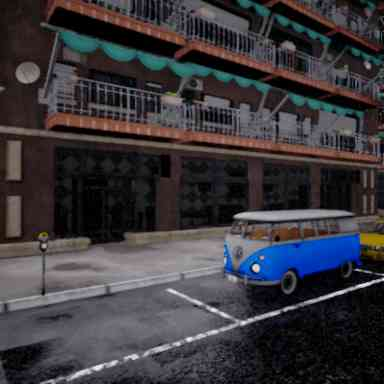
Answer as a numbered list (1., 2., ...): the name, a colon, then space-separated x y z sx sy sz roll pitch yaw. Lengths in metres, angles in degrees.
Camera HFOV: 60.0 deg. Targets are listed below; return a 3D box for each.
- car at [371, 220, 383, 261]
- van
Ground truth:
1. car: 6.946 1.552 11.516 4.829 1.417 1.752 0 0 -36
2. van: 2.590 1.356 8.406 3.998 1.788 1.690 0 0 -36
